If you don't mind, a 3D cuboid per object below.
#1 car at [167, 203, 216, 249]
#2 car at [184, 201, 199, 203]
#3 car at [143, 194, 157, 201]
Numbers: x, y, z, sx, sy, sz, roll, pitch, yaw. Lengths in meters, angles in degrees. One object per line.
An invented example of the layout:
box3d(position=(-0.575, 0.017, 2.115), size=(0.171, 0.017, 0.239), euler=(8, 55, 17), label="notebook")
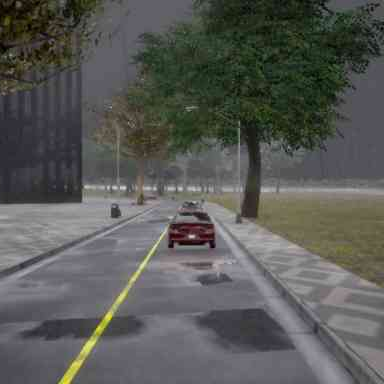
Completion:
box3d(position=(-0.010, 1.482, 14.656), size=(1.882, 1.535, 5.008), euler=(0, 0, 0), label="car")
box3d(position=(-0.044, 1.492, 29.658), size=(1.812, 1.442, 4.674), euler=(0, 0, 0), label="car")
box3d(position=(-9.305, 1.152, 73.424), size=(1.882, 1.535, 5.008), euler=(-1, 1, -31), label="car")
